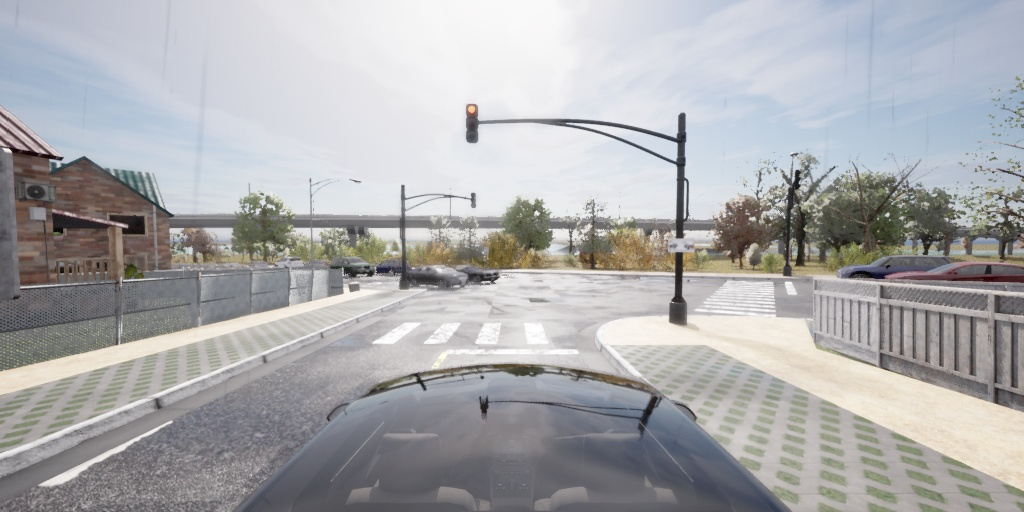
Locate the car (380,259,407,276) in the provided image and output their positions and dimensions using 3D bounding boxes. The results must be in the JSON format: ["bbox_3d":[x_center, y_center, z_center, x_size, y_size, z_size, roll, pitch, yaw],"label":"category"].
[{"bbox_3d":[-13.015,1.120,38.460,4.553,1.767,2.097,0,2,36],"label":"car"}]

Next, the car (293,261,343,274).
[{"bbox_3d":[-18.524,1.516,34.196,4.892,1.490,1.837,0,2,36],"label":"car"}]

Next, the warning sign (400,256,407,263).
[{"bbox_3d":[-14.238,0.716,46.795,1.060,1.860,1.300,0,0,36],"label":"warning sign"}]

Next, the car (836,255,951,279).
[{"bbox_3d":[19.830,0.754,18.580,4.553,1.767,2.097,0,2,36],"label":"car"}]

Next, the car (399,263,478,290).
[{"bbox_3d":[-5.080,1.393,24.414,4.902,1.511,2.128,-1,2,36],"label":"car"}]

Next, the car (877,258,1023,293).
[{"bbox_3d":[19.184,0.980,15.037,5.008,1.535,1.882,0,2,36],"label":"car"}]

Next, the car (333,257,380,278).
[{"bbox_3d":[-16.326,1.118,36.601,5.566,2.045,2.150,0,2,36],"label":"car"}]

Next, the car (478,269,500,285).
[{"bbox_3d":[-3.204,1.390,27.068,4.718,1.301,1.895,0,2,36],"label":"car"}]

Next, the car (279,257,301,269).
[{"bbox_3d":[-33.055,1.166,52.984,5.566,2.045,2.150,0,2,37],"label":"car"}]

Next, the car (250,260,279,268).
[{"bbox_3d":[-35.543,1.553,50.675,4.902,1.511,2.128,-1,2,37],"label":"car"}]

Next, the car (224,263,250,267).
[{"bbox_3d":[-37.265,1.696,47.909,4.674,1.442,1.812,-1,2,37],"label":"car"}]
